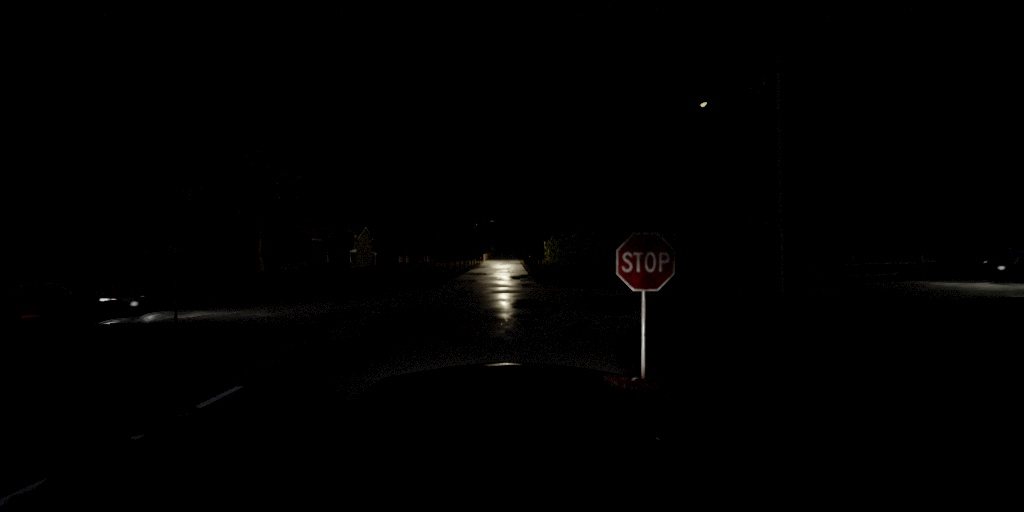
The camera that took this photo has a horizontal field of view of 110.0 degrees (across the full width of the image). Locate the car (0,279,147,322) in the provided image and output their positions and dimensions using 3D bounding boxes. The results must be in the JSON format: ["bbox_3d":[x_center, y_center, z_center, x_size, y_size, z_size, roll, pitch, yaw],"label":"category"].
[{"bbox_3d":[-17.557,1.704,14.317,4.902,1.511,2.128,-1,0,0],"label":"car"}]

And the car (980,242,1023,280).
[{"bbox_3d":[26.290,0.114,17.243,5.566,2.045,2.150,-2,0,0],"label":"car"}]
